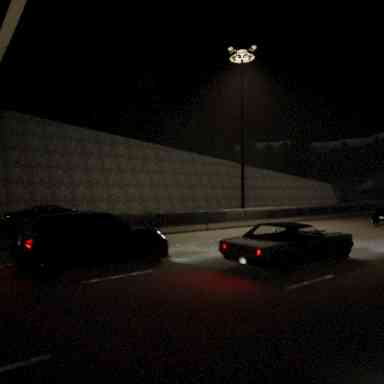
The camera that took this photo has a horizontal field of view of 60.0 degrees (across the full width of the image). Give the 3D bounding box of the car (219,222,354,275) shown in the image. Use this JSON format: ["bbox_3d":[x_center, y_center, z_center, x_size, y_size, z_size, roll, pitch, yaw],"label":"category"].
[{"bbox_3d":[3.183,1.620,10.592,4.718,1.301,1.895,0,0,-37],"label":"car"}]

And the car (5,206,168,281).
[{"bbox_3d":[-2.980,1.398,10.311,4.553,1.767,2.097,0,0,-37],"label":"car"}]

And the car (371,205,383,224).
[{"bbox_3d":[14.430,1.534,23.521,4.674,1.442,1.812,0,0,-37],"label":"car"}]

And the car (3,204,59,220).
[{"bbox_3d":[-11.609,1.677,25.980,5.357,1.411,2.033,0,0,-37],"label":"car"}]
